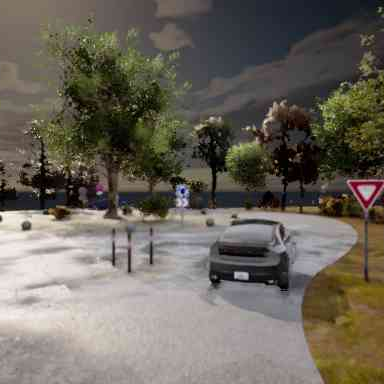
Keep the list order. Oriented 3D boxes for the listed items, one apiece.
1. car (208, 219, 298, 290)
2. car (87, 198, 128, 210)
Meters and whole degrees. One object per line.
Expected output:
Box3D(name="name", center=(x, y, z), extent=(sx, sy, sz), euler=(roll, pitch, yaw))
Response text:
Box3D(name="car", center=(1.825, 1.504, 9.241), extent=(1.837, 1.490, 4.892), euler=(0, 0, 19))
Box3D(name="car", center=(-10.514, 1.471, 41.677), extent=(5.008, 1.535, 1.882), euler=(0, -1, -16))
